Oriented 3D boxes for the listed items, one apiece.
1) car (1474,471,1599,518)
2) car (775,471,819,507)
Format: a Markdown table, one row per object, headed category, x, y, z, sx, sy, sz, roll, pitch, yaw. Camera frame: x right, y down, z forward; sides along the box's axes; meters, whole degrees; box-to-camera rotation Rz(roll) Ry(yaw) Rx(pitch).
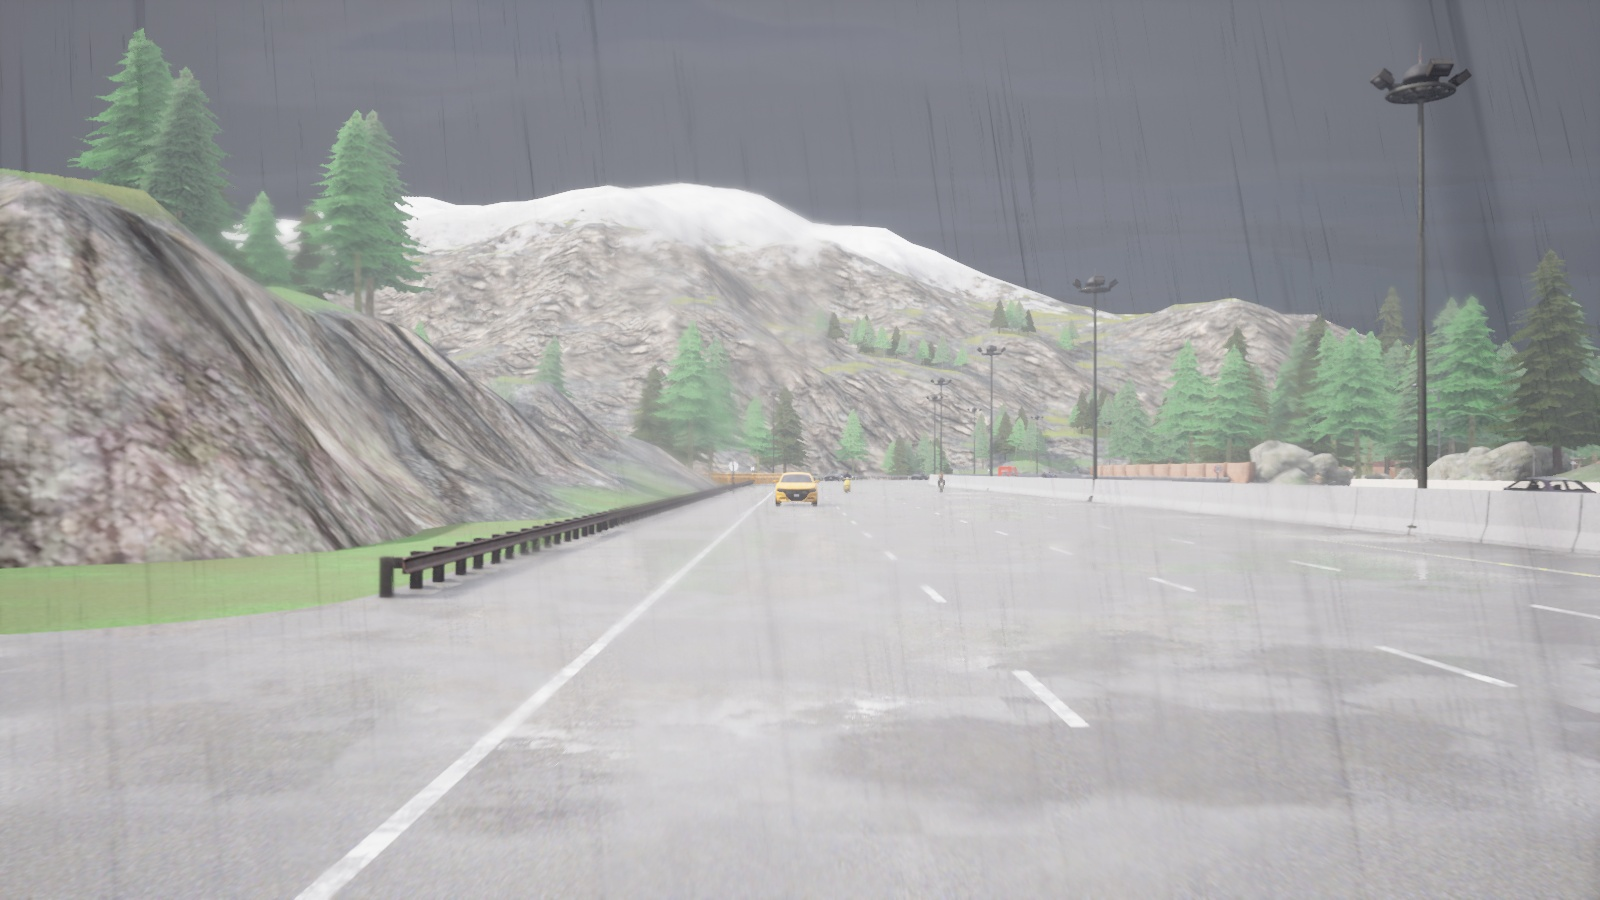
| category | x | y | z | sx | sy | sz | roll | pitch | yaw |
| --- | --- | --- | --- | --- | --- | --- | --- | --- | --- |
| car | 24.399 | 1.428 | 41.645 | 1.816 | 1.474 | 4.193 | 0 | -1 | 0 |
| car | -0.137 | 1.741 | 56.640 | 1.882 | 1.535 | 5.008 | 0 | -1 | 0 |
